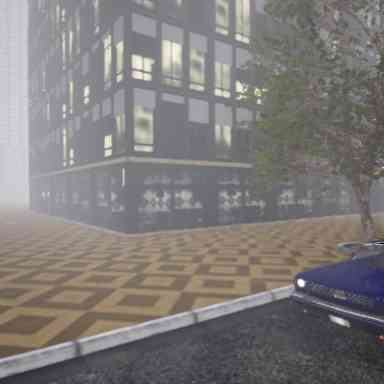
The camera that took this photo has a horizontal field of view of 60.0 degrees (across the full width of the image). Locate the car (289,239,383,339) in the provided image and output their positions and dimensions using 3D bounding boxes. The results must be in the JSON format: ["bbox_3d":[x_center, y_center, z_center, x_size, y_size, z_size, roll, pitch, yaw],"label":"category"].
[{"bbox_3d":[3.985,1.603,6.215,4.718,1.301,1.895,0,0,-35],"label":"car"}]
